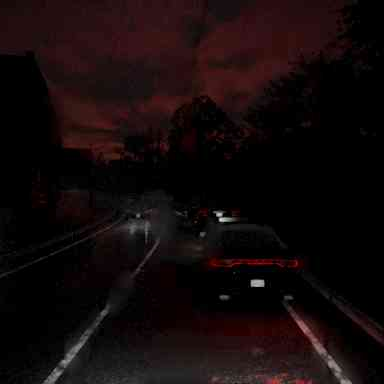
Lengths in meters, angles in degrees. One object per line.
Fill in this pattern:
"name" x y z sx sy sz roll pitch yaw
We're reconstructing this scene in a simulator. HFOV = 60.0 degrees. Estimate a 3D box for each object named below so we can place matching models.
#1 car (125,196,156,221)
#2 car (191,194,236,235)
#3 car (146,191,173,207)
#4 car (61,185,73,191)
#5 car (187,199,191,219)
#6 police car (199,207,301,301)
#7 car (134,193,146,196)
"car" -4.044 1.375 25.772 2.128 1.511 4.902 0 1 -6
"car" 1.239 1.180 18.591 2.150 2.045 5.566 0 0 -2
"car" -4.076 0.882 43.708 2.150 2.045 5.566 1 1 -18
"car" -31.261 -1.086 82.709 1.895 1.301 4.718 2 2 -42
"car" 0.888 1.140 24.748 2.150 2.045 5.566 0 0 -5
"police car" 1.227 1.419 8.519 1.930 1.638 5.238 0 0 1
"car" -8.414 0.870 55.730 2.033 1.411 5.357 1 1 -25
